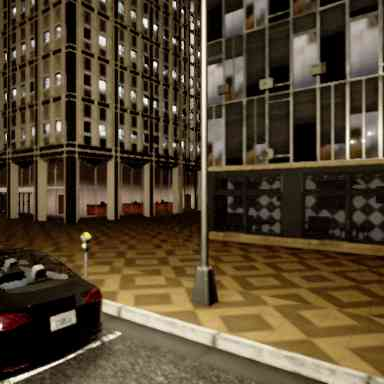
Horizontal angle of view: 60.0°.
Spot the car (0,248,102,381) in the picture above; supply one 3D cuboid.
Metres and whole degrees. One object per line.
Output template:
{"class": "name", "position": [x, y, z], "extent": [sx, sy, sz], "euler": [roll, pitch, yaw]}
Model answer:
{"class": "car", "position": [-3.225, 1.564, 5.177], "extent": [4.313, 1.339, 1.947], "euler": [0, 0, 36]}
